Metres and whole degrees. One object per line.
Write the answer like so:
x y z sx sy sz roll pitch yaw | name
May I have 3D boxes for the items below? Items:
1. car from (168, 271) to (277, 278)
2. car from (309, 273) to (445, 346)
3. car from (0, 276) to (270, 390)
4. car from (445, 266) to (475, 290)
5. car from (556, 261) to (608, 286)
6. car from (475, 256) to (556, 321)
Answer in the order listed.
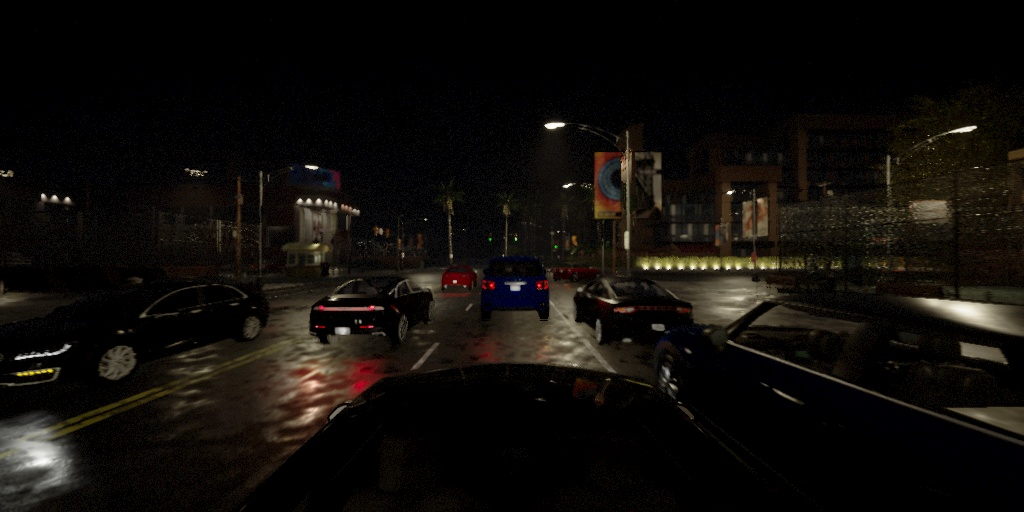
-10.547 1.370 11.646 2.033 1.411 5.357 0 0 1 | car
-3.401 1.300 9.624 2.128 1.511 4.902 0 0 0 | car
-7.077 1.295 7.111 1.837 1.490 4.892 0 -1 0 | car
-3.407 1.389 23.882 1.882 1.535 5.008 0 0 0 | car
5.739 1.314 30.806 4.553 1.767 2.097 0 0 -39 | car
0.098 1.052 13.040 2.150 2.045 5.566 0 -1 0 | car
